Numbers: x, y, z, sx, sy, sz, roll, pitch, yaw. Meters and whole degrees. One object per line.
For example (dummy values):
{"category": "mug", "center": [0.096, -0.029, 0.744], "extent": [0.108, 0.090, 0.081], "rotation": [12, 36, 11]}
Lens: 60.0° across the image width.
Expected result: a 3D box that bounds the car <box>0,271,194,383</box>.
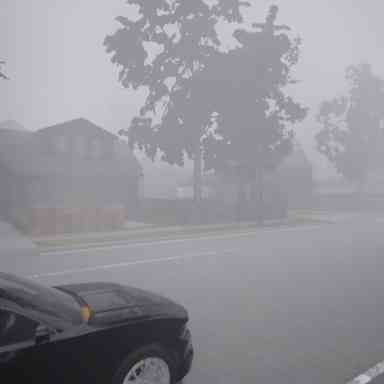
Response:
{"category": "car", "center": [-2.285, 1.471, 3.032], "extent": [5.008, 1.535, 1.882], "rotation": [0, 0, -36]}
